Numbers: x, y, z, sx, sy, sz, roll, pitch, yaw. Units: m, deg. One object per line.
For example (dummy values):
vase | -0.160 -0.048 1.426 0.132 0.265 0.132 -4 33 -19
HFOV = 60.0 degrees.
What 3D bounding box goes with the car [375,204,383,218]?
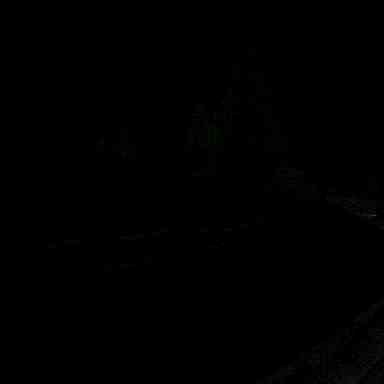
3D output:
car | 19.620 1.825 33.034 1.994 1.385 4.181 0 -1 21
